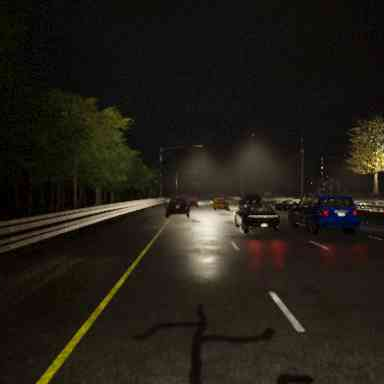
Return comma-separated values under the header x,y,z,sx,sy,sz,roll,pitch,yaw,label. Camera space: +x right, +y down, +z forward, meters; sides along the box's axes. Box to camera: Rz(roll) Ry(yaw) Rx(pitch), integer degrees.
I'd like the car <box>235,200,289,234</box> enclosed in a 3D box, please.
x,y,z,sx,sy,sz,roll,pitch,yaw,label
3.596,1.426,18.925,2.128,1.511,4.902,0,0,0,car

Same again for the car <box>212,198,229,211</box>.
x,y,z,sx,sy,sz,roll,pitch,yaw,label
3.590,1.516,42.344,1.882,1.535,5.008,0,0,0,car

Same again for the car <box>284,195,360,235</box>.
x,y,z,sx,sy,sz,roll,pitch,yaw,label
7.096,1.156,18.467,2.150,2.045,5.566,0,0,0,car

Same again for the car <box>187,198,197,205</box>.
x,y,z,sx,sy,sz,roll,pitch,yaw,label
-0.017,1.831,64.691,1.812,1.442,4.674,0,-1,0,car

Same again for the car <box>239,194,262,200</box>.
x,y,z,sx,sy,sz,roll,pitch,yaw,label
7.089,1.247,40.388,2.150,2.045,5.566,0,0,0,car

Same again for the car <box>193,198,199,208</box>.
x,y,z,sx,sy,sz,roll,pitch,yaw,label
0.002,1.635,50.108,1.812,1.442,4.674,0,0,1,car

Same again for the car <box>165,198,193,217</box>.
x,y,z,sx,sy,sz,roll,pitch,yaw,label
-1.233,1.320,30.291,2.097,1.767,4.553,0,0,0,car
